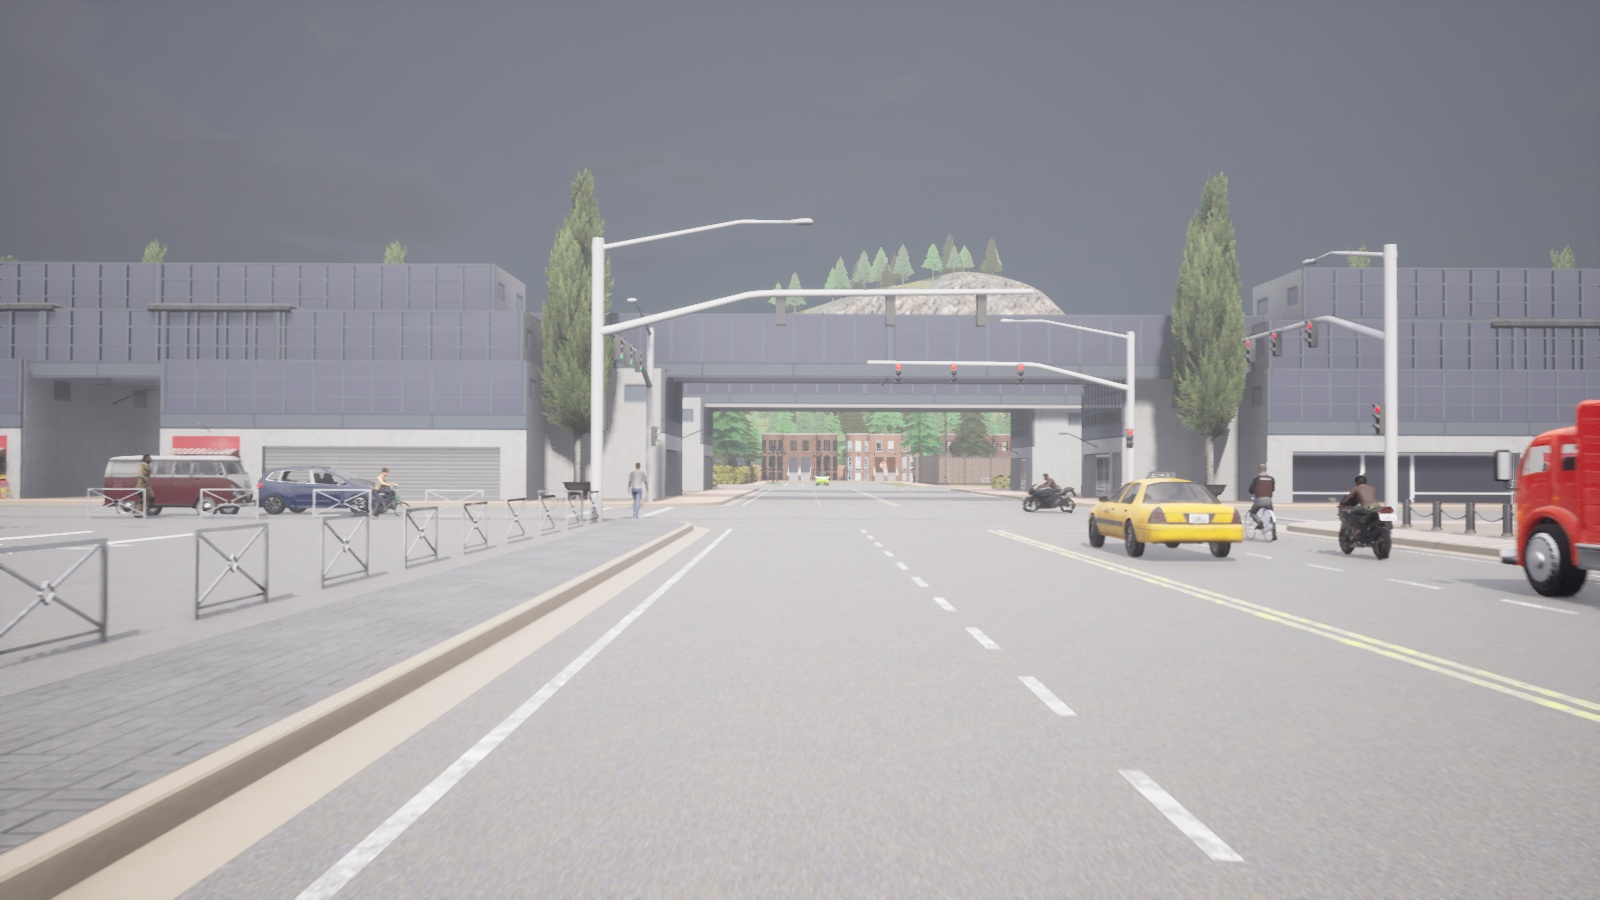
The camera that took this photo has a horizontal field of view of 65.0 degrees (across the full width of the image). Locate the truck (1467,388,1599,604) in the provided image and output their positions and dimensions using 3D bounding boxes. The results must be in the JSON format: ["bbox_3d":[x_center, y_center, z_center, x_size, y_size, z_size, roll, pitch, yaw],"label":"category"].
[{"bbox_3d":[10.462,0.525,14.584,2.627,2.467,5.204,0,-1,0],"label":"truck"}]

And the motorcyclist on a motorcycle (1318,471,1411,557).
[{"bbox_3d":[10.443,1.145,23.318,0.797,1.523,2.044,0,-1,0],"label":"motorcyclist on a motorcycle"}]

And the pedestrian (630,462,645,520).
[{"bbox_3d":[-5.259,1.316,40.613,0.354,1.836,0.706,0,-1,2],"label":"pedestrian"}]

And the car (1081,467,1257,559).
[{"bbox_3d":[6.941,1.133,24.291,1.801,1.575,5.366,0,-1,0],"label":"car"}]

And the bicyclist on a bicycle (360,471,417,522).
[{"bbox_3d":[-13.171,1.477,40.221,1.509,1.612,0.866,0,-1,1],"label":"bicyclist on a bicycle"}]

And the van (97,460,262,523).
[{"bbox_3d":[-19.875,1.322,40.349,4.442,1.987,1.775,0,-1,1],"label":"van"}]

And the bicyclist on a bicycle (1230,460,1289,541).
[{"bbox_3d":[10.430,1.122,28.567,0.659,1.776,1.843,0,-1,0],"label":"bicyclist on a bicycle"}]

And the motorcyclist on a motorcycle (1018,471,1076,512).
[{"bbox_3d":[9.290,1.551,47.275,2.044,1.523,0.797,0,-1,-1],"label":"motorcyclist on a motorcycle"}]

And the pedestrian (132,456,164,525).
[{"bbox_3d":[-18.386,1.140,35.436,0.692,1.930,0.396,0,-1,0],"label":"pedestrian"}]

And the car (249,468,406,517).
[{"bbox_3d":[-16.414,1.457,43.768,4.611,1.667,2.242,0,-1,1],"label":"car"}]
